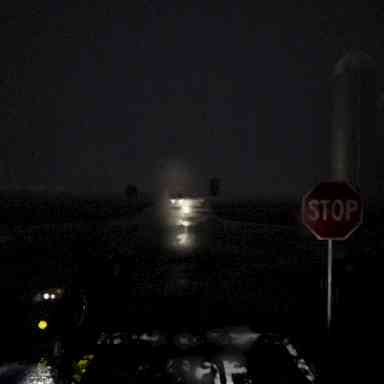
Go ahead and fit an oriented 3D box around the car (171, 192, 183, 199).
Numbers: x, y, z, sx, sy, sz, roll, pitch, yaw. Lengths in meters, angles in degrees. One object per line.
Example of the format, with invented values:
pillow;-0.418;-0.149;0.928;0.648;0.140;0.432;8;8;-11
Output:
car;-2.654;0.581;58.508;1.895;1.301;4.718;0;1;0

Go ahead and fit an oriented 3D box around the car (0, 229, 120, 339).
car;-2.738;1.459;6.492;1.994;1.385;4.181;0;1;0
